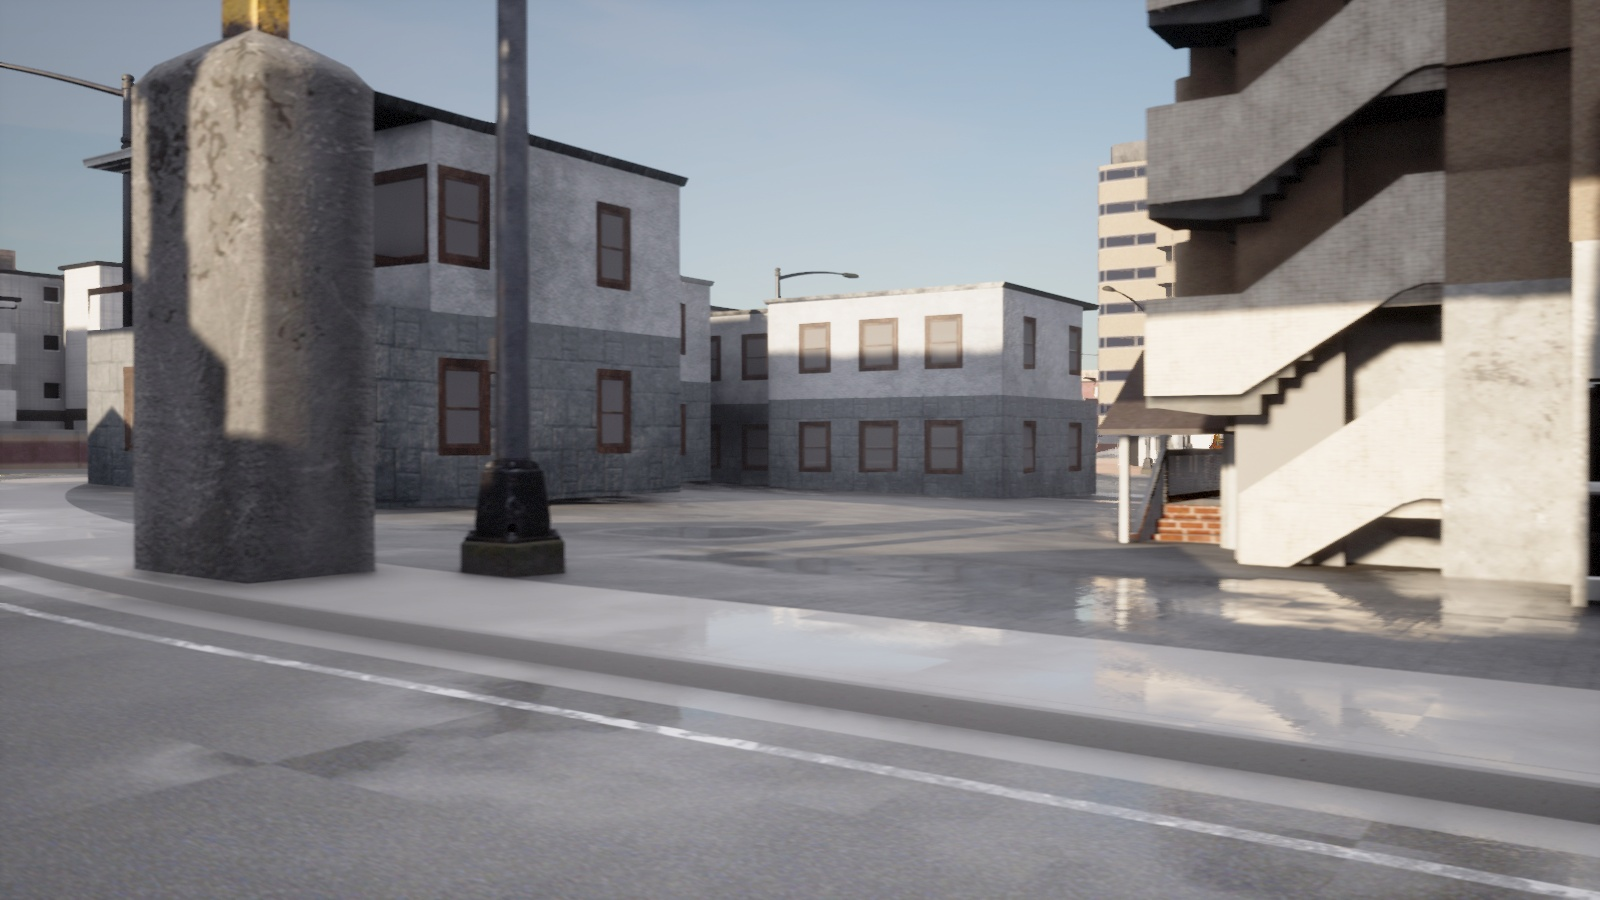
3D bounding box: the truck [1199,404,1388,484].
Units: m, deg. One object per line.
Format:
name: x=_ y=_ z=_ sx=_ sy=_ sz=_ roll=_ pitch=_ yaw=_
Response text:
truck: x=24.918 y=-0.355 z=63.679 sx=8.468 sy=3.827 sz=2.891 roll=1 pitch=1 yaw=33
